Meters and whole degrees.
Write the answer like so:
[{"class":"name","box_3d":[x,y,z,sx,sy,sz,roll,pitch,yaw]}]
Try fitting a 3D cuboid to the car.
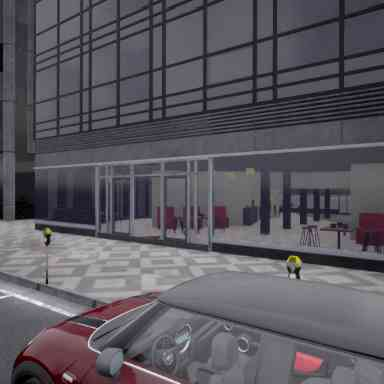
[{"class":"car","box_3d":[0.243,1.440,2.789,4.097,1.590,1.967,0,0,36]}]
